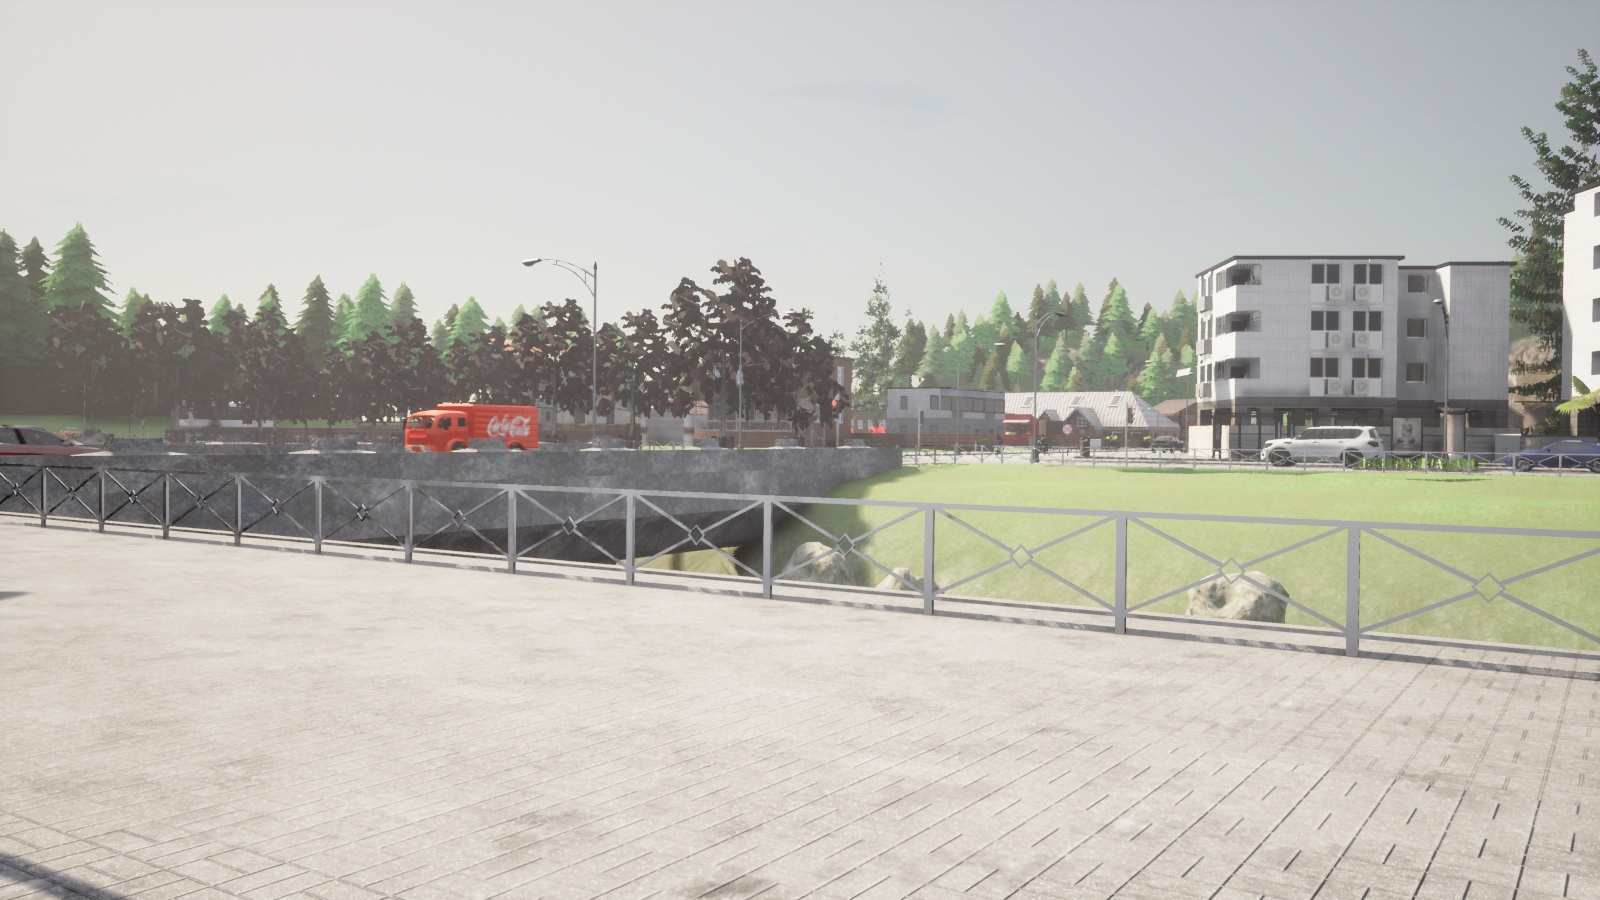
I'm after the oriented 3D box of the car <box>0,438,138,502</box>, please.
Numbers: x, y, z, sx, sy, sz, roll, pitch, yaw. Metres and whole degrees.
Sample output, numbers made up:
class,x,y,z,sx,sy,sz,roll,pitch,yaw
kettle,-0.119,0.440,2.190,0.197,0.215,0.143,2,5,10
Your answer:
class,x,y,z,sx,sy,sz,roll,pitch,yaw
car,-19.536,0.479,31.422,2.163,1.488,4.792,0,1,34

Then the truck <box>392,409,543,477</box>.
class,x,y,z,sx,sy,sz,roll,pitch,yaw
truck,-12.832,-0.304,48.727,2.627,2.467,5.204,0,1,34

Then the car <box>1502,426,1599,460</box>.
class,x,y,z,sx,sy,sz,roll,pitch,yaw
car,33.924,-0.312,55.773,4.674,1.442,1.812,0,1,34

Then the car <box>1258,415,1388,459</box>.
class,x,y,z,sx,sy,sz,roll,pitch,yaw
car,25.532,-0.618,61.345,5.566,2.045,2.150,0,1,33
